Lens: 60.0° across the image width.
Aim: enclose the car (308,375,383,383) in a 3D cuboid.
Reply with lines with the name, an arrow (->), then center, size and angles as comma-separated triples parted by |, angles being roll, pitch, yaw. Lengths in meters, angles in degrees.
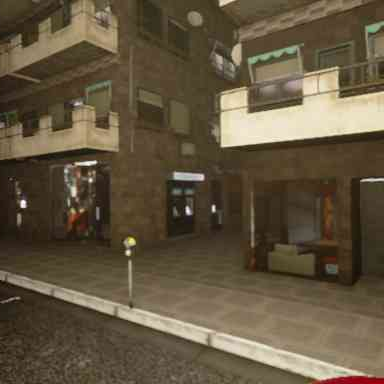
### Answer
car -> 2.337, 1.581, 1.219 | 4.206, 1.307, 1.802 | 0, -1, 36
